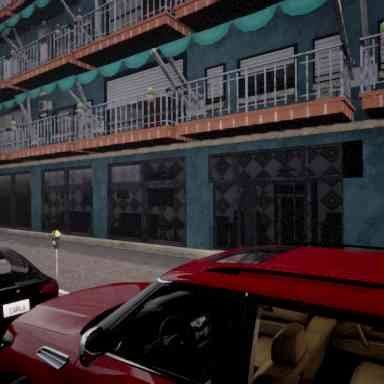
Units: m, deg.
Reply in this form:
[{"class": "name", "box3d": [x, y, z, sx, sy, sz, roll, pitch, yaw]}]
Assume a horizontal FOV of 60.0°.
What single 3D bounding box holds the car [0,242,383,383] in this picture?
[{"class": "car", "box3d": [0.608, 1.315, 2.303, 5.009, 1.841, 2.192, 0, -1, 36]}]
